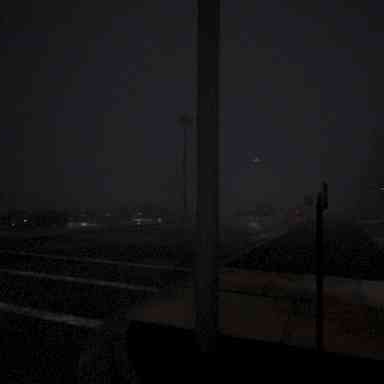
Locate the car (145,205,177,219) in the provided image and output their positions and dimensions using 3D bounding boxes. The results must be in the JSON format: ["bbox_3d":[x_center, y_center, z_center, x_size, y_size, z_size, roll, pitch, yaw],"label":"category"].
[{"bbox_3d":[-3.836,2.777,43.787,1.895,1.301,4.718,0,-2,25],"label":"car"}]

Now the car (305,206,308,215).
[{"bbox_3d":[19.044,3.212,57.536,1.837,1.490,4.892,0,-2,24],"label":"car"}]

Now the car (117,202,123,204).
[{"bbox_3d":[-9.741,2.464,47.718,2.150,2.045,5.566,0,-2,24],"label":"car"}]

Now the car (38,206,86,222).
[{"bbox_3d":[-14.434,2.420,37.351,2.128,1.511,4.902,0,-2,24],"label":"car"}]

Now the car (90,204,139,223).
[{"bbox_3d":[-7.959,2.377,34.683,1.882,1.535,5.008,0,-2,24],"label":"car"}]

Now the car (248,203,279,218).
[{"bbox_3d":[10.064,2.560,46.275,2.150,2.045,5.566,0,-2,27],"label":"car"}]

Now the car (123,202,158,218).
[{"bbox_3d":[-6.609,2.442,46.142,2.150,2.045,5.566,0,-2,25],"label":"car"}]

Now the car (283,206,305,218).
[{"bbox_3d":[14.932,2.957,48.433,1.812,1.442,4.674,0,-2,25],"label":"car"}]

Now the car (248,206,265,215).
[{"bbox_3d":[11.200,3.214,57.420,1.994,1.385,4.181,0,-2,24],"label":"car"}]

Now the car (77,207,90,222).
[{"bbox_3d":[-10.949,2.408,36.564,1.882,1.535,5.008,0,-2,25],"label":"car"}]

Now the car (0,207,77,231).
[{"bbox_3d":[-11.844,2.130,26.092,2.128,1.511,4.902,0,-2,24],"label":"car"}]

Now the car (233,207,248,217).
[{"bbox_3d":[7.557,2.966,49.209,1.994,1.385,4.181,0,-2,25],"label":"car"}]

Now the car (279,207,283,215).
[{"bbox_3d":[14.390,3.180,55.980,2.033,1.411,5.357,0,-2,24],"label":"car"}]
